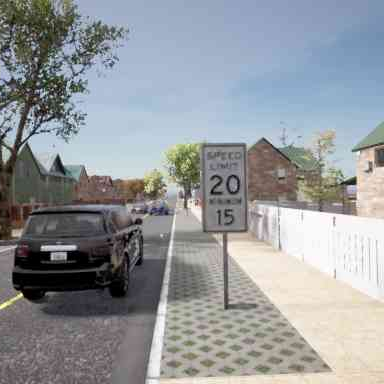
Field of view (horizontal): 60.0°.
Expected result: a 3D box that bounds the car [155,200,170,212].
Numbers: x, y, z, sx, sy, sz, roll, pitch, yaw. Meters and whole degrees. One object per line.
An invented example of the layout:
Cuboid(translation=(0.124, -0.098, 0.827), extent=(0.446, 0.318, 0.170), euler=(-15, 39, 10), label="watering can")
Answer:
Cuboid(translation=(-4.353, 2.043, 49.784), extent=(1.882, 1.535, 5.008), euler=(-1, -1, -2), label="car")

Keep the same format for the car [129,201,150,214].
Cuboid(translation=(-6.856, 2.041, 43.938), extent=(2.128, 1.511, 4.902), euler=(-1, -1, -2), label="car")

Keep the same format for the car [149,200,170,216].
Cuboid(translation=(-3.868, 1.804, 39.532), extent=(2.097, 1.767, 4.553), euler=(-1, -1, -2), label="car")

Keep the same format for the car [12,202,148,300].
Cuboid(translation=(-2.614, 1.329, 8.923), extent=(2.150, 2.045, 5.566), euler=(-1, -1, -2), label="car")
